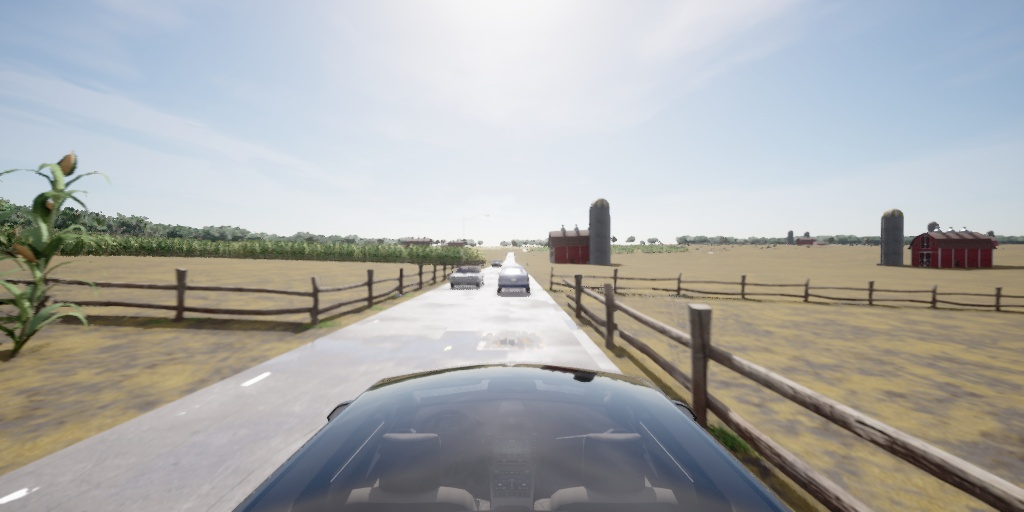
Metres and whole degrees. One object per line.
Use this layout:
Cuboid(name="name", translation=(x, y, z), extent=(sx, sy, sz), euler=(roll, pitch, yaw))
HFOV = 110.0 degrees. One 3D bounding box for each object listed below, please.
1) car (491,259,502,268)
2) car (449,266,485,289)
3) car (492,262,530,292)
Cuboid(name="car", translation=(-2.773, 1.346, 64.453), extent=(1.837, 1.490, 4.892), euler=(0, 0, 1))
Cuboid(name="car", translation=(-2.850, 1.346, 23.391), extent=(1.895, 1.301, 4.718), euler=(0, 0, 0))
Cuboid(name="car", translation=(0.093, 1.291, 21.174), extent=(2.033, 1.411, 5.357), euler=(0, 0, 0))
